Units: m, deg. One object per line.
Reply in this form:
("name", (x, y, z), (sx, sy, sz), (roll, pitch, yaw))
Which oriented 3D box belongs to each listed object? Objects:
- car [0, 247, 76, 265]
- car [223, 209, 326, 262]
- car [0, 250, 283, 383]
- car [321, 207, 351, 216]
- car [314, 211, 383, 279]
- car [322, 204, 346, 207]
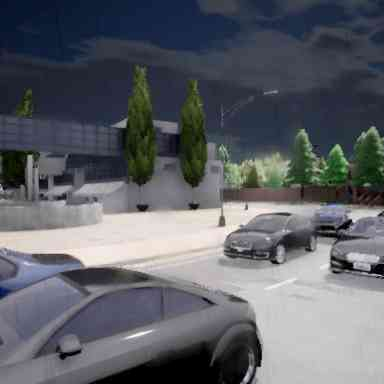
("car", (-4.373, 1.574, 5.258), (5.357, 1.411, 2.033), (0, 0, -36))
("car", (3.023, 1.537, 12.098), (1.837, 1.490, 4.892), (0, 0, 40))
("car", (-1.169, 1.579, 3.505), (4.181, 1.385, 1.994), (0, 0, -38))
("car", (6.836, 1.639, 16.742), (1.895, 1.301, 4.718), (0, 0, 32))
("car", (5.617, 1.510, 9.831), (2.128, 1.511, 4.902), (0, 0, 40))
("car", (9.118, 1.525, 21.393), (1.882, 1.535, 5.008), (0, 0, 25))
